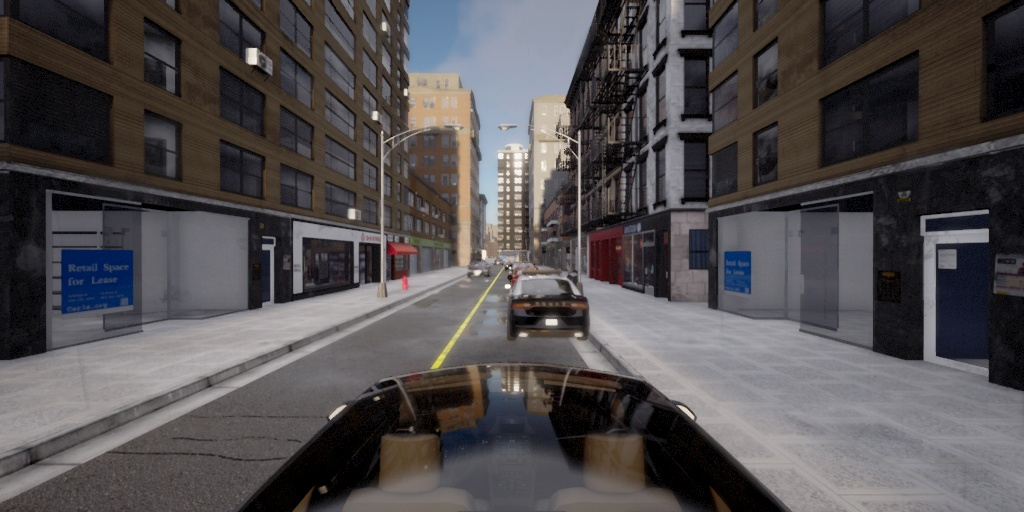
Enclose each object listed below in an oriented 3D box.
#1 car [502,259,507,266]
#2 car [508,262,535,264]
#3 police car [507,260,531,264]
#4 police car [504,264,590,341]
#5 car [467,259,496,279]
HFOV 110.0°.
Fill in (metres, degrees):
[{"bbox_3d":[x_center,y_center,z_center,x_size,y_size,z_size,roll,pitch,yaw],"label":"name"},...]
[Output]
[{"bbox_3d":[0.003,1.338,47.863,1.895,1.301,4.718,0,0,1],"label":"car"},{"bbox_3d":[0.810,1.271,19.923,1.812,1.442,4.674,0,0,0],"label":"car"},{"bbox_3d":[0.804,1.168,26.033,1.930,1.638,5.238,0,0,0],"label":"police car"},{"bbox_3d":[0.819,1.174,10.033,1.930,1.638,5.238,0,0,0],"label":"police car"},{"bbox_3d":[-2.876,1.232,32.182,2.128,1.511,4.902,0,0,0],"label":"car"}]
